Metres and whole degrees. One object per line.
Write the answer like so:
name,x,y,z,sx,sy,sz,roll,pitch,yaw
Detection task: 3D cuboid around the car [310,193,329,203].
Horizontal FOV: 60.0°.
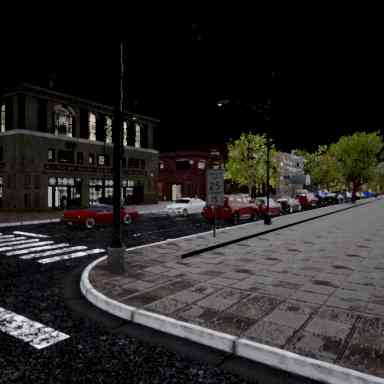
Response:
car,20.012,0.860,52.129,1.812,1.442,4.674,1,1,35

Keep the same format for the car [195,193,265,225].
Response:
car,2.684,1.093,22.153,2.192,1.841,5.009,1,1,34

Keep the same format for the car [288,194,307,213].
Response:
car,8.962,1.195,31.294,2.008,1.369,4.403,1,2,34

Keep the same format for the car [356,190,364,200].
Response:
car,30.943,0.750,63.266,1.802,1.307,4.206,1,2,34

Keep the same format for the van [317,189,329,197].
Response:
van,30.312,0.297,77.131,1.690,1.788,3.998,1,2,34

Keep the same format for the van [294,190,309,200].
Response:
van,20.892,0.504,63.430,1.690,1.788,3.998,1,2,34

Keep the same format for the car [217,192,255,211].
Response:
car,4.745,0.933,35.378,2.097,1.767,4.553,1,1,35

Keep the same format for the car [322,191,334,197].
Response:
car,33.450,0.437,81.704,2.008,1.369,4.403,1,2,34

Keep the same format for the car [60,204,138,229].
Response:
car,-5.567,1.401,20.390,1.895,1.301,4.718,1,1,34

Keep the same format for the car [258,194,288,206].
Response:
car,10.781,1.000,44.106,2.033,1.411,5.357,1,1,35

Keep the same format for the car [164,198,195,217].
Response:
car,-0.385,1.216,27.933,1.812,1.442,4.674,1,1,35

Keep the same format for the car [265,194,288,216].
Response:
car,5.823,1.152,26.723,1.967,1.590,4.097,1,2,34

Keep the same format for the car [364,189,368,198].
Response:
car,34.180,0.622,67.972,1.752,1.417,4.829,1,2,34

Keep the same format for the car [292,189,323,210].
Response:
car,12.105,0.892,35.856,2.192,1.841,5.009,1,2,34

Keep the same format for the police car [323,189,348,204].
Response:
police car,19.853,0.847,46.365,1.930,1.638,5.238,1,1,35

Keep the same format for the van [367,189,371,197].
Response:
van,40.366,0.301,76.964,1.690,1.788,3.998,1,2,34

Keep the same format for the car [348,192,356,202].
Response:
car,23.722,0.690,52.029,2.097,1.767,4.553,1,1,35

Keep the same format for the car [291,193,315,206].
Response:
car,15.003,0.970,44.743,1.812,1.442,4.674,1,1,35
